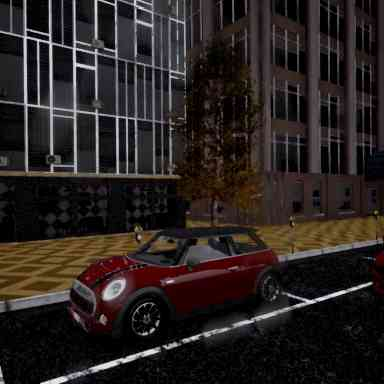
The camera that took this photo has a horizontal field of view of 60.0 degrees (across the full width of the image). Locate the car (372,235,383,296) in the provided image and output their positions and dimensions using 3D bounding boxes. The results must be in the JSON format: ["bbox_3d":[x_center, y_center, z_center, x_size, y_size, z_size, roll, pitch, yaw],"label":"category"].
[{"bbox_3d":[5.983,1.475,7.445,5.008,1.535,1.882,0,0,-35],"label":"car"}]

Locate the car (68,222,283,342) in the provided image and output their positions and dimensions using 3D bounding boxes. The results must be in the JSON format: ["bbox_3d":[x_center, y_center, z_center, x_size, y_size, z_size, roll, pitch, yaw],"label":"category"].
[{"bbox_3d":[-0.194,1.439,6.404,4.097,1.590,1.967,0,-1,-35],"label":"car"}]
